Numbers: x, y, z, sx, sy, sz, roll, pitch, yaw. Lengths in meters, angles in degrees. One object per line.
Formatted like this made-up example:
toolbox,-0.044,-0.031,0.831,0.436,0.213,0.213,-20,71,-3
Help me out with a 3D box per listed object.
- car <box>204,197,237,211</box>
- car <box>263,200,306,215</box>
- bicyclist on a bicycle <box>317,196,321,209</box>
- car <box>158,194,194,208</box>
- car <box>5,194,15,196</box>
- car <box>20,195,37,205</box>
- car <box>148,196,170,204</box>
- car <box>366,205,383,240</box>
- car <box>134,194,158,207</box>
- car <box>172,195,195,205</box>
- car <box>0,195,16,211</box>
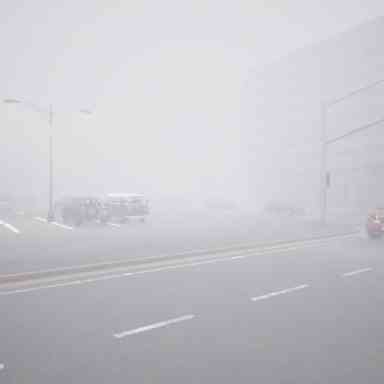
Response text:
car,3.599,1.407,42.168,2.097,1.767,4.553,0,0,-35
car,9.356,1.581,34.107,1.812,1.442,4.674,0,0,-36
bicyclist on a bicycle,16.570,1.356,42.879,1.656,1.620,0.582,0,0,-35
car,-2.495,1.277,50.746,2.150,2.045,5.566,0,0,-36
car,-29.620,1.212,53.761,1.905,1.878,3.866,0,0,-35
car,-27.224,1.209,55.386,1.932,1.855,4.605,0,0,-35
car,-6.941,1.603,69.385,2.033,1.411,5.357,0,0,-35
car,10.587,1.228,15.914,5.566,2.045,2.150,0,0,-36
car,-8.871,1.547,66.054,2.128,1.511,4.902,0,0,-35
car,-1.573,1.407,61.855,2.097,1.767,4.553,0,0,-35
car,-21.753,1.451,37.932,1.970,1.475,3.806,0,0,-35
